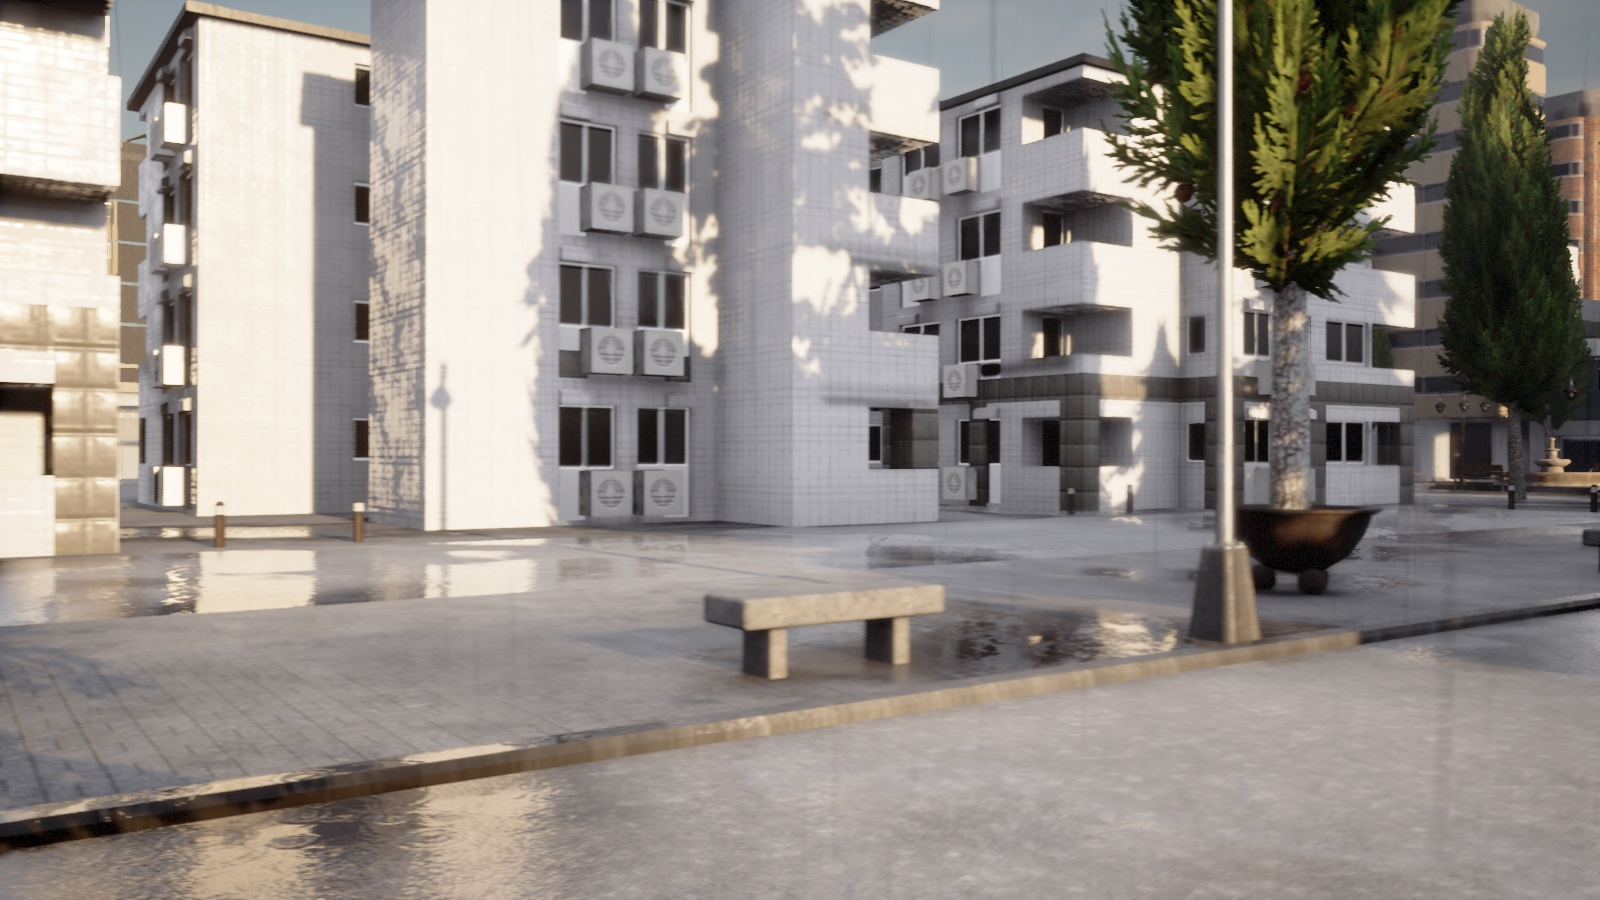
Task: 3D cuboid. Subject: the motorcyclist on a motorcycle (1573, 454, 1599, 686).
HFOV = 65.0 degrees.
[{"bbox_3d":[6.311,0.788,8.661,2.191,1.530,0.866,0,0,-35],"label":"motorcyclist on a motorcycle"}]
